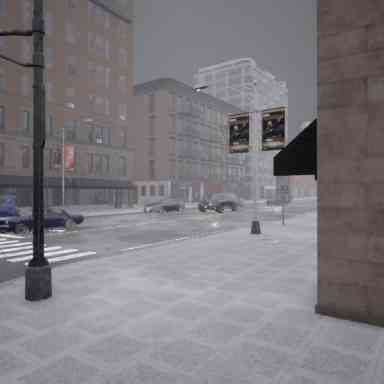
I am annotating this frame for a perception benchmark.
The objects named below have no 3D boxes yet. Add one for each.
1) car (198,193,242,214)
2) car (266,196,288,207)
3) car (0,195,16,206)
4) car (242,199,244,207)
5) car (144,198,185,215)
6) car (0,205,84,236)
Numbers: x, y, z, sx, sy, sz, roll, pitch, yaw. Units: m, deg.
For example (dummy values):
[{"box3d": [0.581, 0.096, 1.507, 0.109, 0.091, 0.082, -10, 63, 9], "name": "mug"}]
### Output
[{"box3d": [2.820, 1.098, 34.474, 2.150, 2.045, 5.566, 0, 0, 33], "name": "car"}, {"box3d": [12.178, 1.313, 47.527, 1.837, 1.490, 4.892, 0, 0, 36], "name": "car"}, {"box3d": [-12.675, 1.195, 18.580, 2.150, 2.045, 5.566, 0, 0, 40], "name": "car"}, {"box3d": [5.084, 1.334, 43.220, 2.128, 1.511, 4.902, 0, 0, 36], "name": "car"}, {"box3d": [-2.610, 1.394, 32.391, 2.128, 1.511, 4.902, 0, 0, 35], "name": "car"}, {"box3d": [-8.454, 1.557, 18.415, 1.895, 1.301, 4.718, 0, 0, 33], "name": "car"}]
